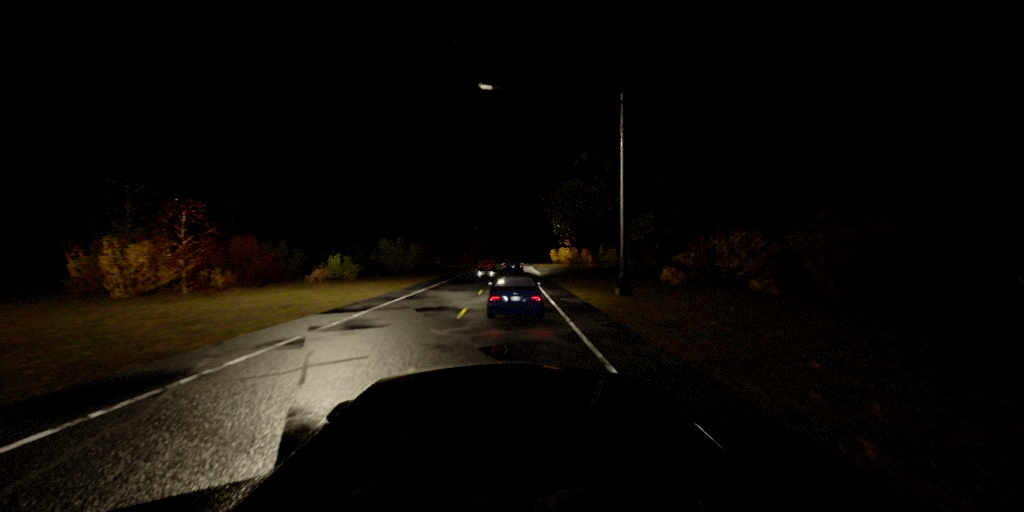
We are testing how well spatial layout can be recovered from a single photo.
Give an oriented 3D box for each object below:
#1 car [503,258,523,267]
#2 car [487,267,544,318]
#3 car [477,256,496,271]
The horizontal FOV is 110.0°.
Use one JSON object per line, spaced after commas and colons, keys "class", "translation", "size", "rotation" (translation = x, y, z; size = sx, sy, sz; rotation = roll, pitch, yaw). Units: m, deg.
{"class": "car", "translation": [0.111, 1.108, 37.578], "size": [2.097, 1.767, 4.553], "rotation": [0, 0, 0]}
{"class": "car", "translation": [0.103, 1.299, 13.019], "size": [2.033, 1.411, 5.357], "rotation": [0, 0, 0]}
{"class": "car", "translation": [-3.502, 0.980, 50.158], "size": [2.150, 2.045, 5.566], "rotation": [0, 0, 1]}
